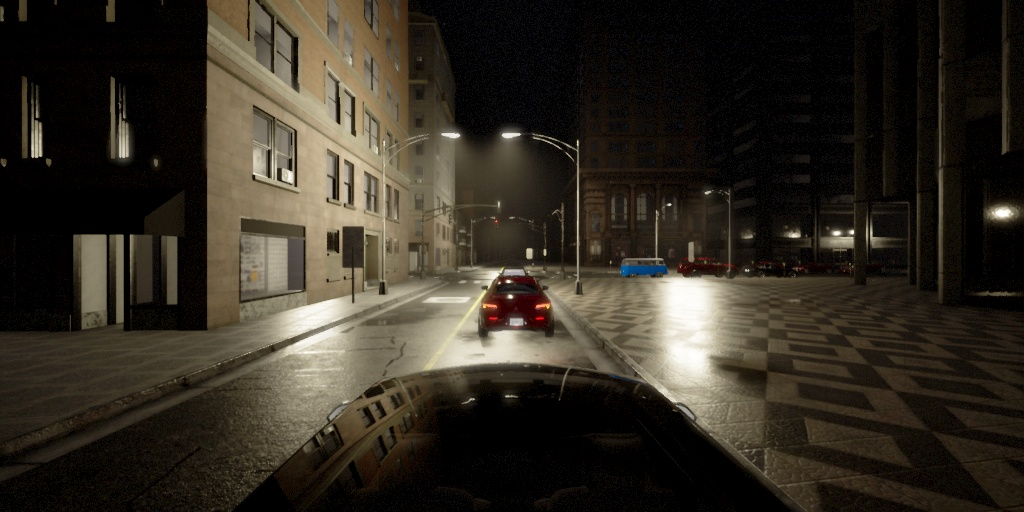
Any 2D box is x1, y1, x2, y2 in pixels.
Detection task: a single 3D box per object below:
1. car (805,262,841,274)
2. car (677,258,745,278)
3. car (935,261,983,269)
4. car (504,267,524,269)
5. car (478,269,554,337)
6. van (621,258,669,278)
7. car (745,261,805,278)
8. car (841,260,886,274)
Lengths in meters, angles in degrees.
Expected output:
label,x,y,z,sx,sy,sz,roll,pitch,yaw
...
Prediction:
label,x,y,z,sx,sy,sz,roll,pitch,yaw
car,34.209,1.329,40.769,4.207,1.307,1.802,0,0,-1
car,17.390,1.076,31.998,5.009,1.841,2.192,0,0,-1
car,39.947,1.188,32.326,4.097,1.591,1.967,0,0,-1
car,0.114,1.302,19.977,1.994,1.385,4.181,0,0,0
car,0.097,1.271,10.105,1.812,1.442,4.674,0,0,0
van,11.749,1.103,31.916,3.998,1.789,1.690,0,0,-1
car,23.030,1.324,32.080,4.313,1.339,1.948,0,0,-1
car,39.848,1.183,40.851,4.097,1.591,1.967,0,0,-1
